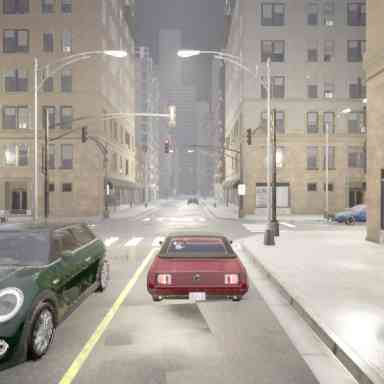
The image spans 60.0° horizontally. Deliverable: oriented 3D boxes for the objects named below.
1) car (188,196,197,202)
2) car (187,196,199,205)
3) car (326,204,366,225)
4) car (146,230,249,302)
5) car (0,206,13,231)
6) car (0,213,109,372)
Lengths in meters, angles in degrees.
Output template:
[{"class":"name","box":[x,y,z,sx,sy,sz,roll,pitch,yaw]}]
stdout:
[{"class":"car","box":[0.109,1.567,75.151,1.895,1.301,4.718,0,0,0]},{"class":"car","box":[0.182,1.512,59.741,1.812,1.442,4.674,0,0,0]},{"class":"car","box":[12.201,1.512,22.827,5.357,1.411,2.033,0,0,3]},{"class":"car","box":[0.094,1.601,8.238,1.895,1.301,4.718,0,0,0]},{"class":"car","box":[-13.805,1.583,19.603,5.357,1.411,2.033,0,0,0]},{"class":"car","box":[-3.008,1.351,5.902,2.097,1.767,4.553,0,0,1]}]
